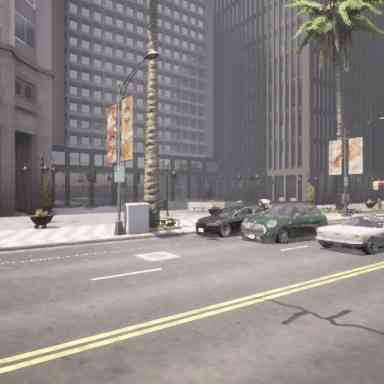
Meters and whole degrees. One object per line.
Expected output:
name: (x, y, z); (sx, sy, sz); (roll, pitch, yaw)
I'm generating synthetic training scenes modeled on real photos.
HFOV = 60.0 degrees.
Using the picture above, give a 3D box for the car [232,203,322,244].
car: (4.438, 1.353, 15.791); (4.553, 1.767, 2.097); (0, 0, -35)

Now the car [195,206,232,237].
car: (2.385, 1.513, 18.148); (4.786, 1.482, 2.161); (0, 0, -36)

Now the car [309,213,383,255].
car: (7.074, 1.601, 13.374); (4.718, 1.301, 1.895); (0, 0, -35)
